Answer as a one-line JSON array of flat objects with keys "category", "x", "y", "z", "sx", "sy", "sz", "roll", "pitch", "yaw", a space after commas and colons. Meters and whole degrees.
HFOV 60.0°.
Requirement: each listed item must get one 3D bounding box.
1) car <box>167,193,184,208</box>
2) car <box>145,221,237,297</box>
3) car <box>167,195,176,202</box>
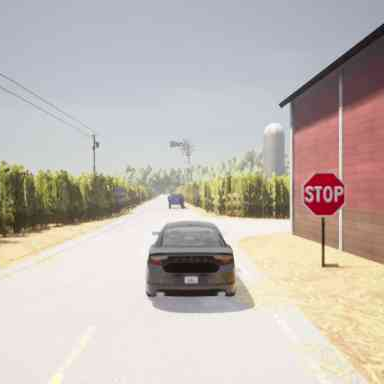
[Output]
[{"category": "car", "x": -2.333, "y": 1.204, "z": 48.362, "sx": 2.150, "sy": 2.045, "sz": 5.566, "roll": 0, "pitch": 0, "yaw": -5}, {"category": "car", "x": -0.051, "y": 1.475, "z": 8.628, "sx": 1.882, "sy": 1.535, "sz": 5.008, "roll": 0, "pitch": 0, "yaw": -1}, {"category": "car", "x": -4.558, "y": 1.452, "z": 74.553, "sx": 1.882, "sy": 1.535, "sz": 5.008, "roll": 0, "pitch": 0, "yaw": -5}]
